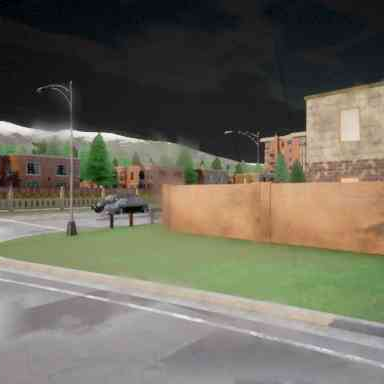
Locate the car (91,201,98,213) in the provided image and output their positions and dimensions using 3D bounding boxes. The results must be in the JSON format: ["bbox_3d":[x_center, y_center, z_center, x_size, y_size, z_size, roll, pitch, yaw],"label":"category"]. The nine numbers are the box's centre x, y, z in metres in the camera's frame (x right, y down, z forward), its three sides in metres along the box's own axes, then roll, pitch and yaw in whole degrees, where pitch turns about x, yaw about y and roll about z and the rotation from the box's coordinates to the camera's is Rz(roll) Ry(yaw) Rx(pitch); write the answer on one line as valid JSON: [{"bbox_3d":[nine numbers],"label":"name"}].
[{"bbox_3d":[-8.176,1.221,36.304,2.150,2.045,5.566,0,0,42],"label":"car"}]

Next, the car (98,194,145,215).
[{"bbox_3d":[-6.487,1.351,32.933,2.097,1.767,4.553,0,0,42],"label":"car"}]

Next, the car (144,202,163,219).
[{"bbox_3d":[-1.417,1.601,28.102,1.895,1.301,4.718,0,0,42],"label":"car"}]
